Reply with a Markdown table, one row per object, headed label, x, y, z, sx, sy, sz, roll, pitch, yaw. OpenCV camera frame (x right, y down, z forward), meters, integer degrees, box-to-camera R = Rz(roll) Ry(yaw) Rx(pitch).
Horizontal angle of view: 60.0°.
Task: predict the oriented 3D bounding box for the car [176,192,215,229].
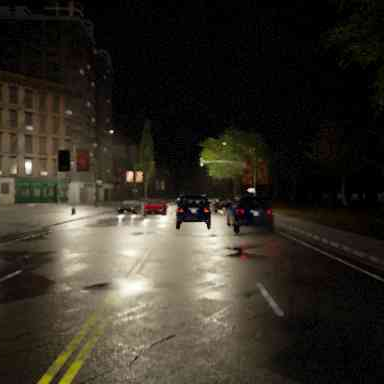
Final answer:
| label | x | y | z | sx | sy | sz | roll | pitch | yaw |
| --- | --- | --- | --- | --- | --- | --- | --- | --- | --- |
| car | 0.103 | 1.215 | 21.872 | 2.150 | 2.045 | 5.566 | 0 | 0 | 0 |

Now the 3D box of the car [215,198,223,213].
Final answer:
| label | x | y | z | sx | sy | sz | roll | pitch | yaw |
| --- | --- | --- | --- | --- | --- | --- | --- | --- | --- |
| car | 3.358 | 1.496 | 37.556 | 1.837 | 1.490 | 4.892 | 0 | 0 | 0 |

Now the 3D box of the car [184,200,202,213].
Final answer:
| label | x | y | z | sx | sy | sz | roll | pitch | yaw |
| --- | --- | --- | --- | --- | --- | --- | --- | --- | --- |
| car | 0.107 | 1.592 | 37.720 | 1.895 | 1.301 | 4.718 | 0 | 0 | 0 |

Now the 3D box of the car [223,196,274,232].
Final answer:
| label | x | y | z | sx | sy | sz | roll | pitch | yaw |
| --- | --- | --- | --- | --- | --- | --- | --- | --- | --- |
| car | 3.356 | 1.221 | 20.036 | 2.150 | 2.045 | 5.566 | 0 | 0 | 0 |

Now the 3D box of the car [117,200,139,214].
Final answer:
| label | x | y | z | sx | sy | sz | roll | pitch | yaw |
| --- | --- | --- | --- | --- | --- | --- | --- | --- | --- |
| car | -6.524 | 1.540 | 35.372 | 2.033 | 1.411 | 5.357 | 0 | 0 | 1 |

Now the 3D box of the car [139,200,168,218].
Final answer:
| label | x | y | z | sx | sy | sz | roll | pitch | yaw |
| --- | --- | --- | --- | --- | --- | --- | --- | --- | --- |
| car | -3.311 | 1.471 | 30.878 | 1.882 | 1.535 | 5.008 | 0 | 0 | 0 |
